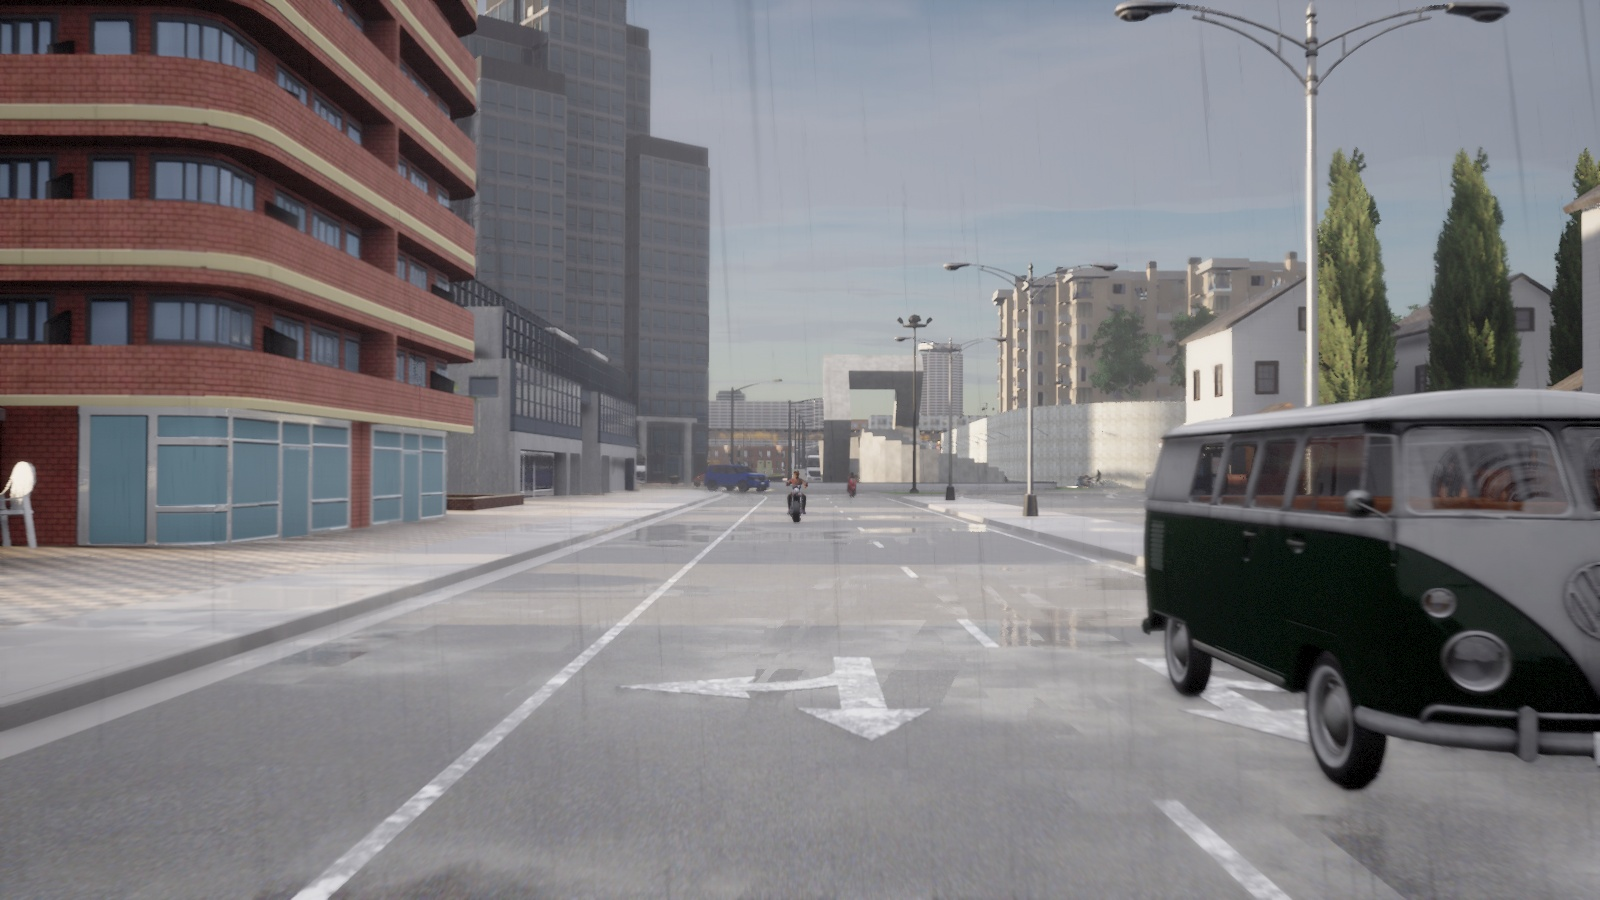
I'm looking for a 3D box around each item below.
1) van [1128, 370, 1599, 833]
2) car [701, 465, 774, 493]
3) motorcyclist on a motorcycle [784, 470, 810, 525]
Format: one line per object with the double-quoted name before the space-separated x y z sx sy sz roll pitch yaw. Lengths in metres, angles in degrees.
"van" 3.480 0.684 7.639 1.775 1.987 4.442 0 -1 0
"car" -4.763 2.186 94.628 5.566 2.045 2.150 -1 -1 42
"motorcyclist on a motorcycle" -0.095 1.438 38.931 0.766 1.649 2.350 0 -1 0
